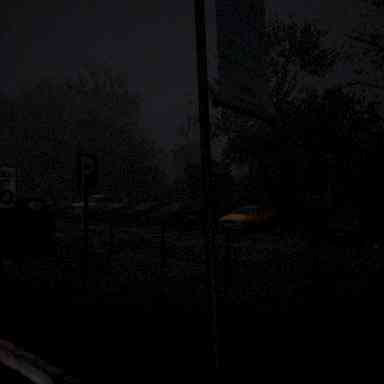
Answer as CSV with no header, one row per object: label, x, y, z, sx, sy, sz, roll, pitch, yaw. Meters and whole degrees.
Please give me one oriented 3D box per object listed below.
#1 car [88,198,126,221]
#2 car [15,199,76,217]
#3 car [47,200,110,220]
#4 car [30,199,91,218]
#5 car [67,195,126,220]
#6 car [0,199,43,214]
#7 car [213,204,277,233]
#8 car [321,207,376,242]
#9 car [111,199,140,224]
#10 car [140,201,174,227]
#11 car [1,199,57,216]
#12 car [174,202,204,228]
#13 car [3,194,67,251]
car,-5.507,1.500,26.578,2.097,1.535,5.008,0,0,35
car,-14.461,1.497,33.150,1.946,1.575,5.366,0,0,35
car,-10.040,1.505,29.780,2.231,1.521,4.892,0,0,35
car,-12.306,1.503,31.388,2.097,1.535,5.008,0,0,35
car,-7.791,1.250,28.157,2.435,2.045,5.566,0,0,35
car,-19.082,1.515,36.238,2.163,1.488,4.792,0,0,35
car,3.437,1.489,19.998,1.946,1.575,5.366,0,0,35
car,8.056,1.518,16.913,2.163,1.488,4.792,0,0,35
car,-3.243,1.498,24.972,2.097,1.535,5.008,0,0,35
car,-0.978,1.497,23.367,2.231,1.521,4.892,0,0,35
car,-16.845,1.527,34.580,2.163,1.488,4.792,0,0,35
car,1.298,1.524,21.779,2.163,1.488,4.792,0,0,35
car,-7.858,1.243,12.168,2.435,2.045,5.566,0,0,35
